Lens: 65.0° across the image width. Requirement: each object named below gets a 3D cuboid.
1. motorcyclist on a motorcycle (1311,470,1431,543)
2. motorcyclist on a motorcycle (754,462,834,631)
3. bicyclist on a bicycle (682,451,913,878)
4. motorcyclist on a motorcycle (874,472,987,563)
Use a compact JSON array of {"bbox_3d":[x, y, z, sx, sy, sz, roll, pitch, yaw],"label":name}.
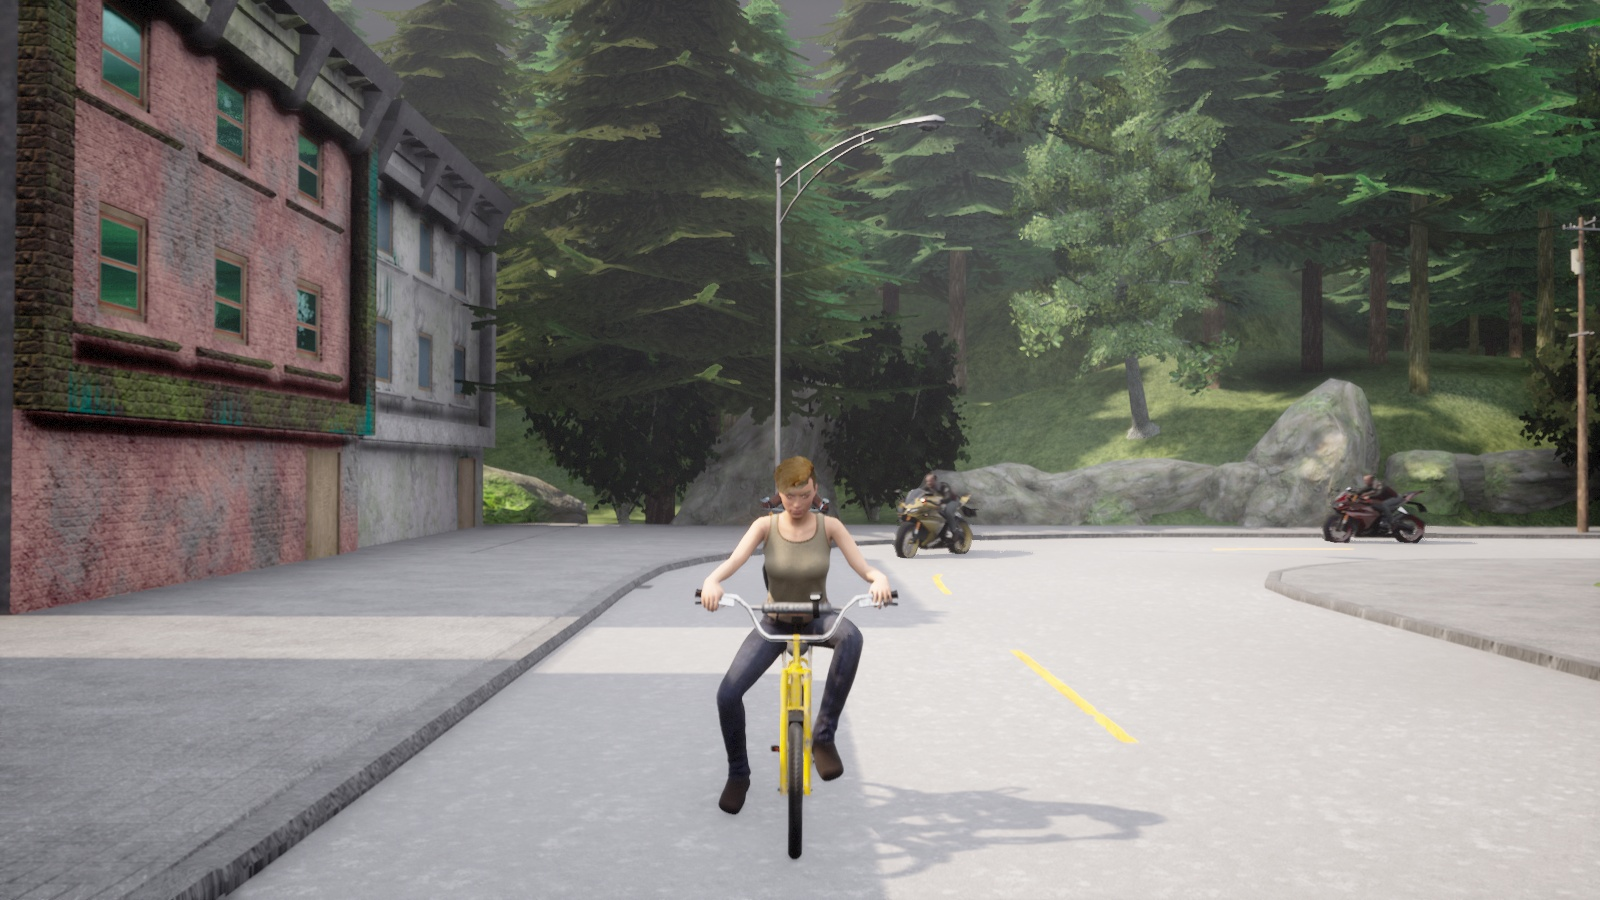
[{"bbox_3d":[12.312,1.199,27.097,2.191,1.530,0.866,0,-1,-2],"label":"motorcyclist on a motorcycle"},{"bbox_3d":[-0.033,0.962,13.479,0.766,1.649,2.350,0,-1,2],"label":"motorcyclist on a motorcycle"},{"bbox_3d":[-0.006,0.829,5.521,0.866,1.612,1.509,0,-1,0],"label":"bicyclist on a bicycle"},{"bbox_3d":[2.357,1.172,22.499,0.866,1.530,2.191,0,0,43],"label":"motorcyclist on a motorcycle"}]
